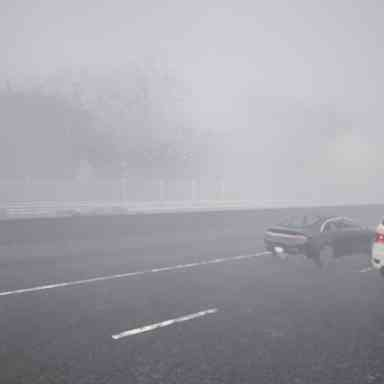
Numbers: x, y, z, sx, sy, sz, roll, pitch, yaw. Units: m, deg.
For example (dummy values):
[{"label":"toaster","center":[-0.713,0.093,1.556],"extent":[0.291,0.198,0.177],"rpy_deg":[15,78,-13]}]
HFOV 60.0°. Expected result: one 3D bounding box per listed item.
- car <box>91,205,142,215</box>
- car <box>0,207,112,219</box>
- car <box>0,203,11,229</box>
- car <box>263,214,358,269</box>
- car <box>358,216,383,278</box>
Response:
[{"label":"car","center":[-5.763,1.559,21.335],"extent":[5.357,1.411,2.033],"rpy_deg":[0,0,-35]},{"label":"car","center":[-6.700,1.606,16.388],"extent":[4.718,1.301,1.895],"rpy_deg":[0,0,-35]},{"label":"car","center":[-13.774,1.491,19.951],"extent":[4.902,1.511,2.128],"rpy_deg":[0,0,-35]},{"label":"car","center":[4.564,1.506,11.305],"extent":[4.902,1.511,2.128],"rpy_deg":[0,0,-36]},{"label":"car","center":[6.933,1.237,8.698],"extent":[5.566,2.045,2.150],"rpy_deg":[0,0,-35]}]
